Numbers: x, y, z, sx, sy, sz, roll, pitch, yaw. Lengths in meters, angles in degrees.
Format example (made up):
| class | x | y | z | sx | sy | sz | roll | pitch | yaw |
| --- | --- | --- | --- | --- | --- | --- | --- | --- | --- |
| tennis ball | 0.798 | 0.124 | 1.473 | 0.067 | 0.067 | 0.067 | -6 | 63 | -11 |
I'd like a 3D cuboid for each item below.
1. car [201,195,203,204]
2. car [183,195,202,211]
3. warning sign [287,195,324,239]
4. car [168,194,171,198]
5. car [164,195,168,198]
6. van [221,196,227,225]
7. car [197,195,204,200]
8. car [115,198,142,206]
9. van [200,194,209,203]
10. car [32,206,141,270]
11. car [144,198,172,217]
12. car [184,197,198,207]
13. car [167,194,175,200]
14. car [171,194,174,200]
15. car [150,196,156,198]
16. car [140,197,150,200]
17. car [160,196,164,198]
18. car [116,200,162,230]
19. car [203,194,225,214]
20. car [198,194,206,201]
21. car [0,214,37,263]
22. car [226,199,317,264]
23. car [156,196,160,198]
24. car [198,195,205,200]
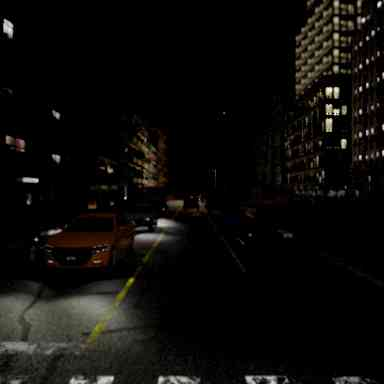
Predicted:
| class | x | y | z | sx | sy | sz | roll | pitch | yaw |
| --- | --- | --- | --- | --- | --- | --- | --- | --- | --- |
| car | 2.575 | 1.464 | 44.775 | 1.887 | 1.381 | 4.507 | 0 | 0 | 0 |
| car | -0.100 | 1.396 | 40.384 | 1.882 | 1.535 | 5.008 | 0 | 0 | 0 |
| warning sign | 5.038 | 1.084 | 14.877 | 1.300 | 1.860 | 1.060 | 0 | 0 | 0 |
| car | -5.861 | 1.423 | 66.859 | 1.887 | 1.381 | 4.507 | 0 | 0 | 0 |
| car | -5.846 | 1.408 | 61.164 | 1.752 | 1.417 | 4.829 | 0 | 0 | 0 |
| van | 2.645 | 1.300 | 17.141 | 1.690 | 1.788 | 3.998 | 0 | 0 | 0 |
| car | 2.449 | 1.471 | 94.515 | 1.802 | 1.307 | 4.206 | 0 | 0 | 0 |
| car | -5.763 | 1.473 | 28.174 | 2.008 | 1.369 | 4.403 | 0 | 0 | 0 |
| van | 2.519 | 1.238 | 66.880 | 1.690 | 1.788 | 3.998 | 0 | 0 | 0 |
| car | -3.126 | 1.437 | 11.070 | 1.882 | 1.535 | 5.008 | 0 | 0 | 0 |
| car | -3.147 | 1.526 | 30.474 | 1.895 | 1.301 | 4.718 | 0 | 0 | 0 |
| car | -0.126 | 1.453 | 50.802 | 2.033 | 1.411 | 5.357 | 0 | 0 | 0 |
| car | -5.931 | 1.396 | 94.324 | 1.752 | 1.417 | 4.829 | 0 | 0 | 0 |
| car | -5.903 | 1.417 | 83.440 | 1.887 | 1.381 | 4.507 | 0 | 0 | 0 |
| car | -5.791 | 1.347 | 39.227 | 1.967 | 1.590 | 4.097 | 0 | 0 | 0 |
| car | -5.777 | 1.459 | 33.700 | 1.887 | 1.381 | 4.507 | 0 | 0 | 0 |
| car | -5.820 | 1.334 | 50.280 | 1.967 | 1.590 | 4.097 | 0 | 0 | 0 |
| car | -3.142 | 1.466 | 20.527 | 1.812 | 1.442 | 4.674 | 0 | 0 | 0 |
| car | 2.602 | 1.248 | 33.721 | 2.192 | 1.841 | 5.009 | 0 | 0 | 0 |
| car | 2.477 | 1.331 | 83.461 | 1.967 | 1.590 | 4.097 | 0 | 0 | 0 |
| car | -5.720 | 1.503 | 11.594 | 2.008 | 1.369 | 4.403 | 0 | 0 | 0 |
| car | 2.659 | 1.285 | 11.615 | 2.192 | 1.841 | 5.009 | 0 | 0 | 0 |
| car | -5.805 | 1.482 | 44.754 | 1.802 | 1.307 | 4.206 | 0 | 0 | 0 |
| car | 2.462 | 1.415 | 89.158 | 1.752 | 1.417 | 4.829 | 0 | 0 | 0 |
